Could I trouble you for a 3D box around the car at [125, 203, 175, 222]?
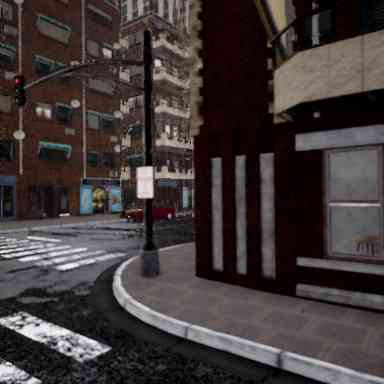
[{"bbox_3d":[-3.219,1.534,25.975,1.887,1.381,4.507,-1,0,36],"label":"car"}]
